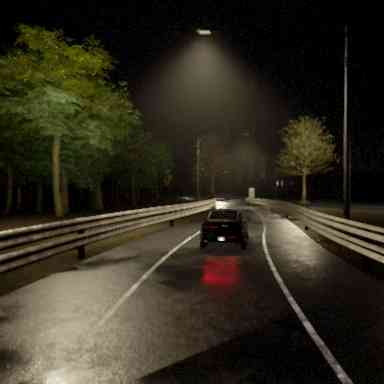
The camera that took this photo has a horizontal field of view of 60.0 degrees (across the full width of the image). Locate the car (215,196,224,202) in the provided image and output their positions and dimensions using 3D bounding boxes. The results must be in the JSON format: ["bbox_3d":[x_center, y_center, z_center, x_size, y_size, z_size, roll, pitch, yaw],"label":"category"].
[{"bbox_3d":[5.897,1.541,75.509,1.895,1.301,4.718,0,0,-8],"label":"car"}]

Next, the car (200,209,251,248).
[{"bbox_3d":[1.539,1.513,14.870,1.837,1.490,4.892,0,0,10],"label":"car"}]
